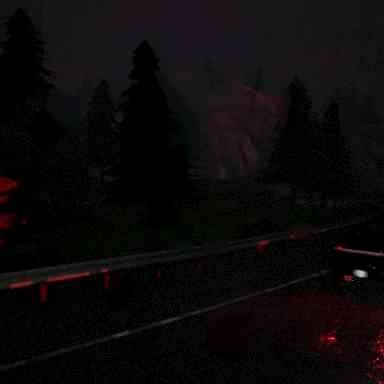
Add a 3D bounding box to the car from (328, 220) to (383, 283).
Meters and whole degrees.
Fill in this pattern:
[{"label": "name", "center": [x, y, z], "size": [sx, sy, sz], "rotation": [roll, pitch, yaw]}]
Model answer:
[{"label": "car", "center": [5.299, 1.472, 8.543], "size": [4.902, 1.511, 2.128], "rotation": [0, 0, -42]}]
